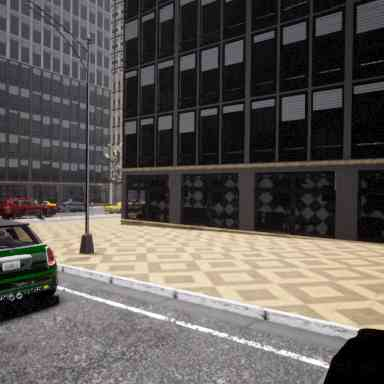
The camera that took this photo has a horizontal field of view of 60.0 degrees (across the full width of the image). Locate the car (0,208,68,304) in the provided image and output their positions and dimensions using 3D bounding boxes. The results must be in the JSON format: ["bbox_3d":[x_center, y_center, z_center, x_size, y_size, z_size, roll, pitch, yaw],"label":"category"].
[{"bbox_3d":[-4.988,1.348,7.251,4.553,1.767,2.097,0,0,36],"label":"car"}]

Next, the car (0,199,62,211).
[{"bbox_3d":[-14.914,1.519,30.143,2.192,1.841,5.009,1,0,37],"label":"car"}]

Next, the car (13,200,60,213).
[{"bbox_3d":[-18.394,1.643,39.524,1.752,1.417,4.829,1,0,37],"label":"car"}]

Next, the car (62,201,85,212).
[{"bbox_3d":[-14.671,1.747,40.182,1.994,1.385,4.181,1,0,37],"label":"car"}]

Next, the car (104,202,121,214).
[{"bbox_3d":[-8.099,1.830,39.341,1.752,1.417,4.829,1,0,37],"label":"car"}]

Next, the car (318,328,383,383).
[{"bbox_3d":[3.009,1.601,1.533,4.718,1.301,1.895,0,0,36],"label":"car"}]
